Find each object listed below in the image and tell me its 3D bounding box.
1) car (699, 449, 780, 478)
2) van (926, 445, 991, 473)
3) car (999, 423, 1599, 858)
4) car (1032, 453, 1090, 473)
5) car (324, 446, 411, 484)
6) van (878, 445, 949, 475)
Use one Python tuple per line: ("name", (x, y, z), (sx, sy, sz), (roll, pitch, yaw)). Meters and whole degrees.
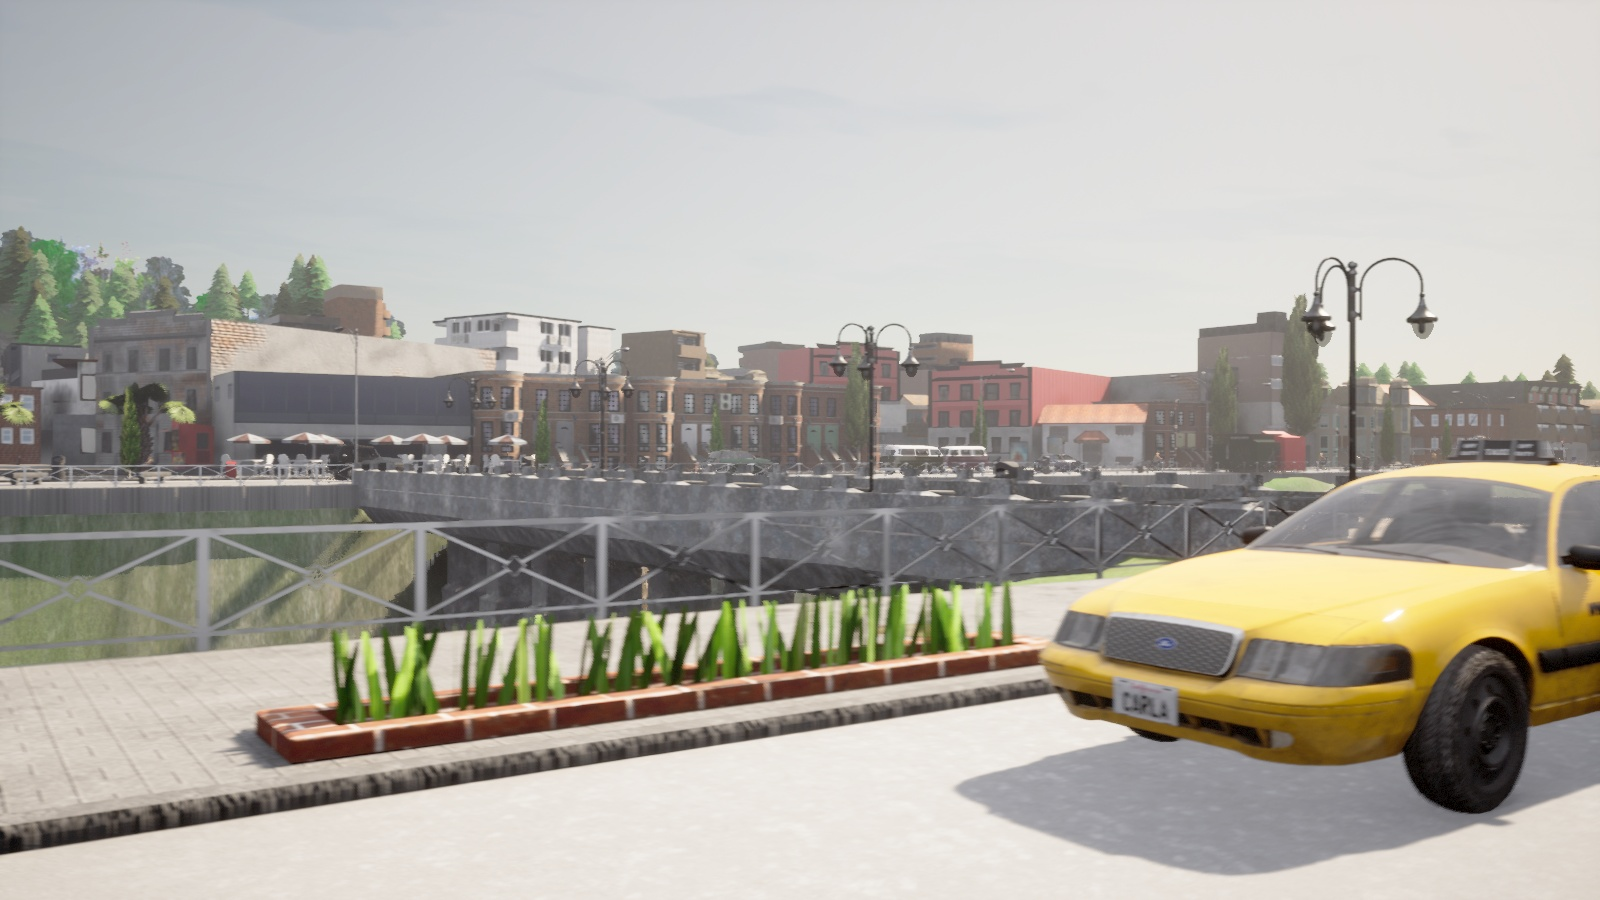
("car", (-3.685, 0.799, 76.861), (4.553, 1.767, 2.097), (0, 0, -35))
("van", (11.691, 0.670, 92.444), (4.480, 2.038, 2.069), (0, 0, -35))
("car", (3.673, 0.693, 6.825), (5.366, 1.575, 1.801), (0, 0, -35))
("car", (19.289, 0.945, 92.861), (4.193, 1.474, 1.816), (0, 0, -35))
("car", (-22.056, 0.744, 64.067), (3.866, 1.878, 1.905), (0, 0, -35))
("van", (7.641, 0.660, 84.750), (4.480, 2.038, 2.069), (0, 0, -35))
